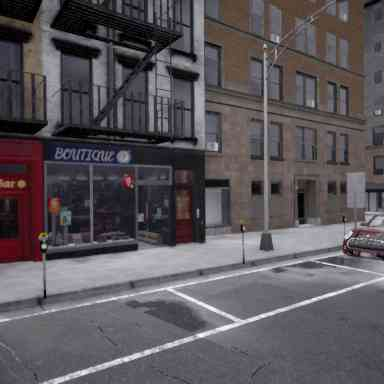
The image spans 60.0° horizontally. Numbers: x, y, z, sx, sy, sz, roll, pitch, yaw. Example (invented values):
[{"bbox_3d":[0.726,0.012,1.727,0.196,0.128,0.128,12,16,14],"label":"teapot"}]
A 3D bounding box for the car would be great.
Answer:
[{"bbox_3d":[7.043,1.442,11.592,4.097,1.590,1.967,0,-1,-36],"label":"car"}]
